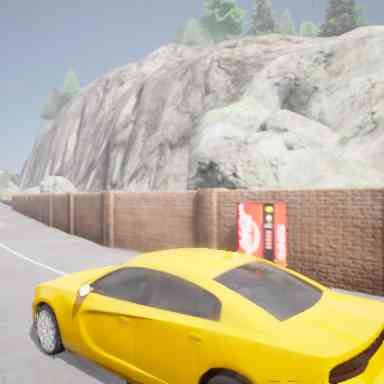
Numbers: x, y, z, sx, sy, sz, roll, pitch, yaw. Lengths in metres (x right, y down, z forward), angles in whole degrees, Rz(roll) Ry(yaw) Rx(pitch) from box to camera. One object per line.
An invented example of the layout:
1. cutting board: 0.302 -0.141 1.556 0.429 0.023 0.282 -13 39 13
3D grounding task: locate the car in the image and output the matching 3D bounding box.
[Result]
1. car: -0.217 1.514 4.394 5.008 1.535 1.882 -1 -1 38

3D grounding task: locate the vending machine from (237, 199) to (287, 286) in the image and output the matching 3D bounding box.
1. vending machine: 1.869 1.251 8.851 0.880 2.100 1.100 -1 -1 40
